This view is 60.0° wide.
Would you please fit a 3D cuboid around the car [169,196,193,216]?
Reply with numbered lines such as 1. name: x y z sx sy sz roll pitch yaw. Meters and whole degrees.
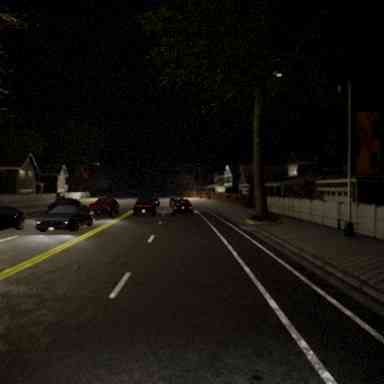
1. car: -0.866 1.311 29.499 2.033 1.411 5.357 0 0 -3

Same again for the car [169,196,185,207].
1. car: -2.079 1.246 44.714 1.895 1.301 4.718 0 0 -5

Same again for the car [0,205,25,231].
1. car: -10.169 1.392 16.837 1.812 1.442 4.674 0 1 -2

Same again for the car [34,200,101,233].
1. car: -6.981 1.396 18.943 2.033 1.411 5.357 0 0 -2

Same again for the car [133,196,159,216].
1. car: -4.126 1.269 29.557 1.837 1.490 4.892 0 1 -4

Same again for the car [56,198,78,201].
1. car: -10.575 1.253 27.978 1.882 1.535 5.008 0 0 -3

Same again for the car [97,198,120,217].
1. car: -7.330 1.253 28.174 1.882 1.535 5.008 0 0 -3
